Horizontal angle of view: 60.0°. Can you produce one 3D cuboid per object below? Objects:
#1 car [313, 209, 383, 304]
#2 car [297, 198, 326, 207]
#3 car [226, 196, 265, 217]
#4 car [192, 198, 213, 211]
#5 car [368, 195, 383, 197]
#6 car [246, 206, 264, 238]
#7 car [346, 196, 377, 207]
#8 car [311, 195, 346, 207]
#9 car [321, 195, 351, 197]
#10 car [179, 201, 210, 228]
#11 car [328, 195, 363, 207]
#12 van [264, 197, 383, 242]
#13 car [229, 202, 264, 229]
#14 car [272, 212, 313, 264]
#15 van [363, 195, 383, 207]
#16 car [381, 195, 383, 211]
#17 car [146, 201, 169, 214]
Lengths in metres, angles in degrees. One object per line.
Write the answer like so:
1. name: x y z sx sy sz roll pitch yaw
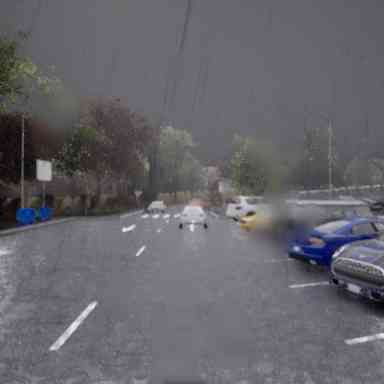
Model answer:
1. car: 5.405 1.397 7.535 4.553 1.767 2.185 1 0 -20
2. car: 20.928 1.829 58.634 2.163 1.488 4.792 0 -1 -21
3. car: 5.380 1.363 25.576 5.566 2.045 2.435 1 -1 -20
4. car: 1.074 1.564 41.422 2.097 1.767 4.553 0 0 17
5. car: 24.219 1.458 41.772 2.435 2.045 5.566 0 1 -21
6. car: 5.377 1.608 16.540 4.674 1.452 2.002 1 0 -20
7. car: 30.007 1.680 58.886 2.185 1.767 4.553 1 -1 -22
8. car: 23.951 1.550 58.719 2.435 2.045 5.566 0 -1 -21
9. car: 18.338 1.455 41.574 2.435 2.045 5.566 0 0 -21
10. car: 0.076 1.642 23.311 1.812 1.442 4.674 0 0 0
11. car: 27.012 1.551 58.757 2.435 2.045 5.566 1 -1 -22
12. van: 5.485 1.329 13.584 4.442 1.987 1.878 1 -1 -20
13. car: 5.193 1.578 19.482 5.366 1.575 1.946 1 0 -20
14. car: 5.365 1.537 10.538 5.008 1.535 2.097 1 -1 -20
15. van: 32.988 1.583 59.040 1.878 1.987 4.442 0 -1 -22
16. car: 27.177 1.460 41.847 2.435 2.045 5.566 0 1 -21
17. car: -3.864 1.722 37.800 1.812 1.442 4.674 0 0 2
